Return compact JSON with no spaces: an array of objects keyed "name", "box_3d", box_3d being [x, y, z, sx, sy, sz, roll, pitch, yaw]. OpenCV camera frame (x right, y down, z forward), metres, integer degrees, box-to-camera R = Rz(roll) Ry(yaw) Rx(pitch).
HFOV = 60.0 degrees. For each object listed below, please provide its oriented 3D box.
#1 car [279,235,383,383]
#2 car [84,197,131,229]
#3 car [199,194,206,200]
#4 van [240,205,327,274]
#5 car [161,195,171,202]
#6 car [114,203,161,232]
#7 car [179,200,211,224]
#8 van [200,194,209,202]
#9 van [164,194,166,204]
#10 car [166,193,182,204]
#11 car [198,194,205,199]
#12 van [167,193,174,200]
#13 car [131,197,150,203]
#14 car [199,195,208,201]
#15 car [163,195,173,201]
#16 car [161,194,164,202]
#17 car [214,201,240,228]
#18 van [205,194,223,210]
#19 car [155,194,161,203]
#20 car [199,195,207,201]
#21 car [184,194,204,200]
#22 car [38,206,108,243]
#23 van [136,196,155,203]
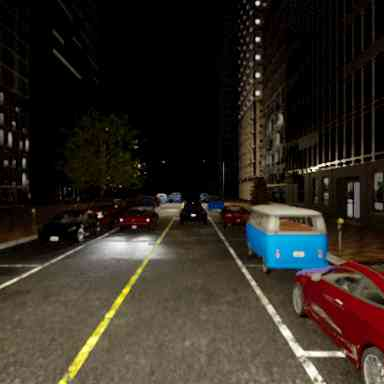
[{"name":"car","box_3d":[2.691,1.578,4.571,1.802,1.307,4.206,0,0,0]},{"name":"car","box_3d":[-5.685,1.294,21.577,2.192,1.841,5.009,0,0,0]},{"name":"car","box_3d":[2.713,1.379,89.769,1.752,1.417,4.829,0,0,0]},{"name":"van","box_3d":[2.693,1.331,10.239,1.690,1.788,3.998,0,0,0]},{"name":"car","box_3d":[-5.672,1.424,72.425,1.752,1.417,4.829,0,0,0]},{"name":"car","box_3d":[-3.095,1.581,20.100,1.895,1.301,4.718,0,0,0]},{"name":"car","box_3d":[0.105,1.540,24.589,1.994,1.385,4.181,0,0,0]},{"name":"van","box_3d":[2.708,1.239,72.592,1.690,1.788,3.998,0,0,0]},{"name":"van","box_3d":[-5.675,1.266,61.257,1.690,1.788,3.998,0,0,0]},{"name":"car","box_3d":[-3.021,1.147,61.232,2.150,2.045,5.566,0,0,1]},{"name":"car","box_3d":[2.714,1.387,95.266,2.008,1.369,4.403,0,0,0]},{"name":"van","box_3d":[-5.668,1.195,89.599,1.690,1.788,3.998,0,0,0]},{"name":"car","box_3d":[-5.683,1.513,32.913,1.887,1.381,4.507,0,0,0]},{"name":"car","box_3d":[2.710,1.450,78.261,1.947,1.339,4.313,0,0,0]},{"name":"car","box_3d":[-5.671,1.435,78.262,2.008,1.369,4.403,0,0,0]},{"name":"car","box_3d":[-5.678,1.386,49.918,1.967,1.590,4.097,0,0,0]},{"name":"car","box_3d":[2.695,1.524,21.576,1.887,1.381,4.507,0,0,0]},{"name":"van","box_3d":[2.700,1.302,38.580,1.690,1.788,3.998,0,0,0]},{"name":"car","box_3d":[-5.680,1.395,44.251,1.967,1.590,4.097,0,0,0]},{"name":"car","box_3d":[2.711,1.435,83.930,1.947,1.339,4.313,0,0,0]},{"name":"car","box_3d":[0.110,1.309,41.956,2.097,1.767,4.553,0,0,0]},{"name":"car","box_3d":[-5.686,1.551,15.909,1.947,1.339,4.313,0,0,0]},{"name":"van","box_3d":[-5.681,1.303,38.582,1.690,1.788,3.998,0,0,0]}]
